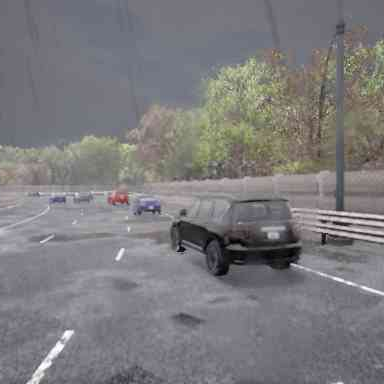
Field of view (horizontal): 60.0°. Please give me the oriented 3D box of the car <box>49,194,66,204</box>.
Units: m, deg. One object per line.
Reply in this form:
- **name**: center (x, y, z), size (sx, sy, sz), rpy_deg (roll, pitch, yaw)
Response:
- **car**: center (-20.468, 0.990, 50.651), size (1.882, 1.535, 5.008), rpy_deg (0, 1, -31)

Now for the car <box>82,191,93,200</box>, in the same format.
- **car**: center (-22.094, 0.665, 70.327), size (2.097, 1.767, 4.553), rpy_deg (0, 1, -19)

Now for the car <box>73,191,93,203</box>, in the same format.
- **car**: center (-17.415, 0.993, 52.363), size (1.837, 1.490, 4.892), rpy_deg (0, 1, -31)

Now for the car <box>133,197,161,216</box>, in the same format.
- **car**: center (-3.754, 1.141, 27.402), size (1.812, 1.442, 4.674), rpy_deg (-2, -2, -16)

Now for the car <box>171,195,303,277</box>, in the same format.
- **car**: center (1.018, 1.107, 10.290), size (2.150, 2.045, 5.566), rpy_deg (0, 0, -19)

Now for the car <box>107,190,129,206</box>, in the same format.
- **car**: center (-10.073, 0.770, 45.325), size (2.150, 2.045, 5.566), rpy_deg (0, 1, -23)
